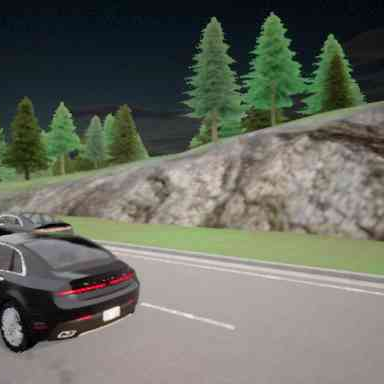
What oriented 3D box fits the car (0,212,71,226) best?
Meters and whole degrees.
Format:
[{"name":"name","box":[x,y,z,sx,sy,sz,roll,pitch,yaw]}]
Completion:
[{"name":"car","box":[-6.662,1.529,13.043,4.902,1.511,2.128,0,0,36]}]

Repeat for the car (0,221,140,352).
[{"name":"car","box":[-3.139,1.523,6.234,4.892,1.490,1.837,0,0,35]}]
